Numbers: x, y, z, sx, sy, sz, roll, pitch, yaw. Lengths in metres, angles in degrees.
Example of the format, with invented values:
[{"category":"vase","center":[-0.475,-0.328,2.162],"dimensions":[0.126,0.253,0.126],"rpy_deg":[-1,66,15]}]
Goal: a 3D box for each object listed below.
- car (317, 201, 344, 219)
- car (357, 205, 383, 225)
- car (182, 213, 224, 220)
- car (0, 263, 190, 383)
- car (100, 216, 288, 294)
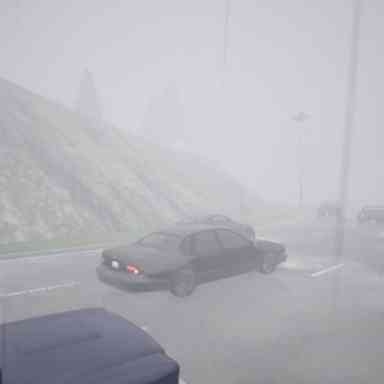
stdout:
[{"category":"car","center":[12.258,1.524,29.430],"dimensions":[1.837,1.490,4.892],"rpy_deg":[0,0,28]},{"category":"car","center":[13.048,1.603,23.659],"dimensions":[1.895,1.301,4.718],"rpy_deg":[0,0,32]},{"category":"car","center":[0.822,1.595,14.033],"dimensions":[4.181,1.385,1.994],"rpy_deg":[0,0,-44]},{"category":"car","center":[-2.349,1.617,2.193],"dimensions":[4.718,1.301,1.895],"rpy_deg":[0,0,-36]},{"category":"car","center":[0.274,1.568,8.658],"dimensions":[5.357,1.411,2.033],"rpy_deg":[0,0,-41]}]
